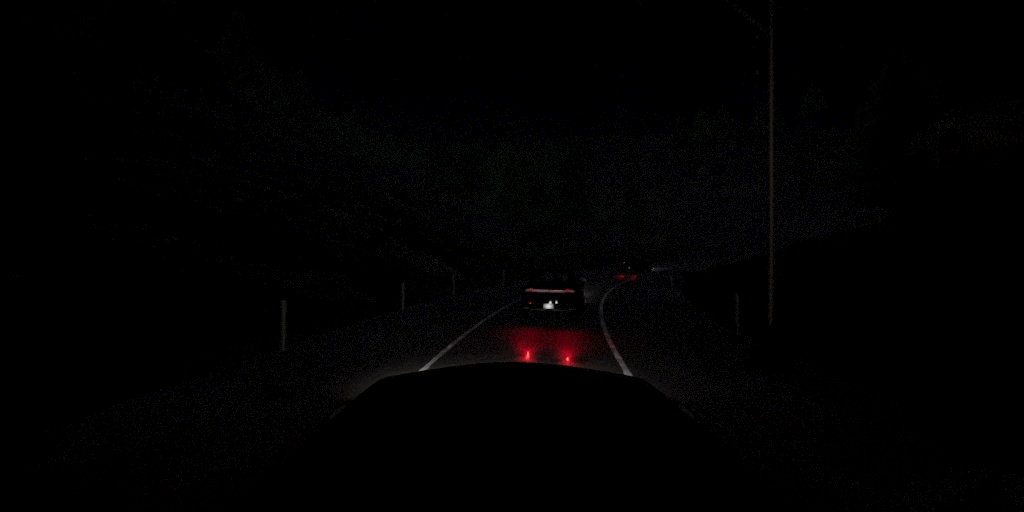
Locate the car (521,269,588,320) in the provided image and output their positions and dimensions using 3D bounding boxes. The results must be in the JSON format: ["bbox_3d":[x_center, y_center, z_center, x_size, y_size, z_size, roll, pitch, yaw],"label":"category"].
[{"bbox_3d":[1.557,1.186,12.525,2.128,1.511,4.902,0,1,12],"label":"car"}]

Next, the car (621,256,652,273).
[{"bbox_3d":[11.970,0.773,34.292,2.128,1.511,4.902,0,1,36],"label":"car"}]
